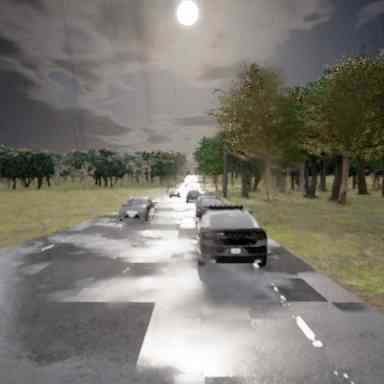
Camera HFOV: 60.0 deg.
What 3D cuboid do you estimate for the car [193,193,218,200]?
[{"bbox_3d":[1.148,1.078,20.725,1.882,1.535,5.008,0,1,0],"label":"car"}]

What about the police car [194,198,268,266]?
[{"bbox_3d":[1.101,1.209,10.834,1.930,1.638,5.238,0,1,0],"label":"police car"}]

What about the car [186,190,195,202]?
[{"bbox_3d":[0.257,0.481,48.036,2.097,1.767,4.553,0,1,1],"label":"car"}]

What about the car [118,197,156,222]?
[{"bbox_3d":[-3.496,1.069,21.826,2.128,1.511,4.902,0,1,0],"label":"car"}]

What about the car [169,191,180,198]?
[{"bbox_3d":[-3.245,0.413,62.377,1.994,1.385,4.181,0,1,1],"label":"car"}]

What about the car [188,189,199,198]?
[{"bbox_3d":[0.300,0.310,63.354,1.882,1.535,5.008,0,1,0],"label":"car"}]

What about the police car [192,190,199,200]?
[{"bbox_3d":[1.177,0.919,26.834,1.930,1.638,5.238,0,1,0],"label":"police car"}]
